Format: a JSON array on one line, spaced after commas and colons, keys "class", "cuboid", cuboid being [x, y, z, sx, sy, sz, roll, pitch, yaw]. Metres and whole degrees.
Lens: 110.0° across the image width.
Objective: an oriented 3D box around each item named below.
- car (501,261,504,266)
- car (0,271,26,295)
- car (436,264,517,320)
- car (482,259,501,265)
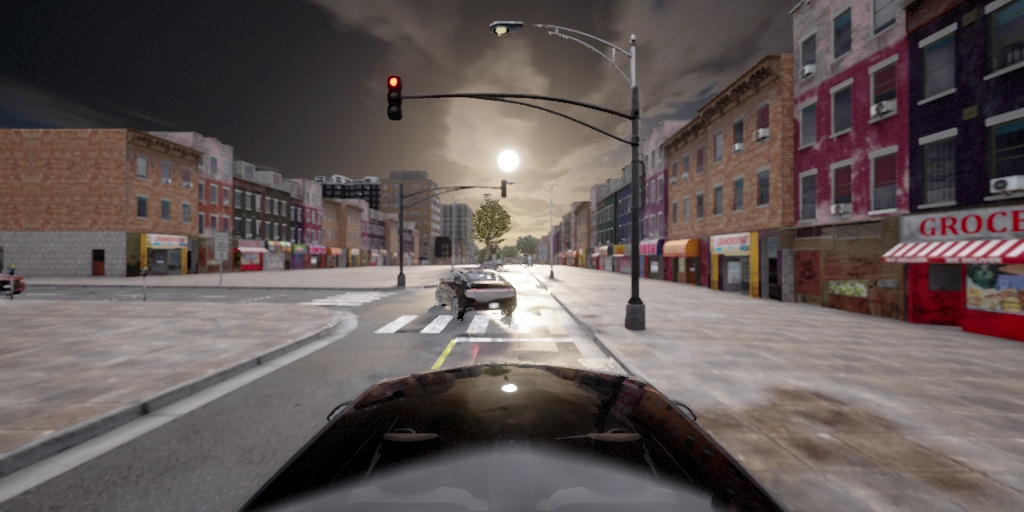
[{"class": "car", "cuboid": [-2.403, 1.327, 63.048, 1.837, 1.490, 4.892, 0, -1, 1]}, {"class": "car", "cuboid": [-23.166, 1.000, 14.888, 4.507, 1.381, 1.888, 0, 0, 1]}, {"class": "car", "cuboid": [-1.395, 1.194, 12.553, 2.128, 1.511, 4.902, 1, 0, -21]}, {"class": "car", "cuboid": [-2.620, 1.282, 40.165, 1.994, 1.385, 4.181, 0, 0, 0]}]
